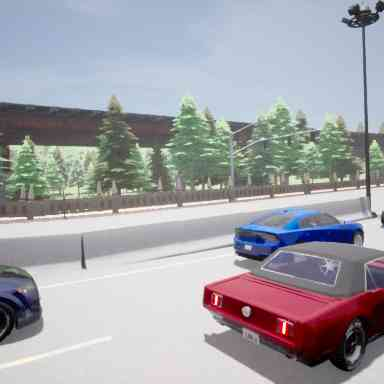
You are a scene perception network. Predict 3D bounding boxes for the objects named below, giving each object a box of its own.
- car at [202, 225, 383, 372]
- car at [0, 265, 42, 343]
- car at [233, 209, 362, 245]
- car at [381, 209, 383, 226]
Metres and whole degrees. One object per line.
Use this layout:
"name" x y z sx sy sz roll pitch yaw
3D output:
"car" 2.566 1.528 5.602 4.718 1.301 1.895 -2 1 -36
"car" -4.495 1.563 4.842 4.181 1.385 1.994 0 0 -36
"car" 3.554 1.283 10.624 5.008 1.535 1.882 -3 2 -36
"car" 10.834 0.880 15.869 4.181 1.385 1.994 -4 2 -36
